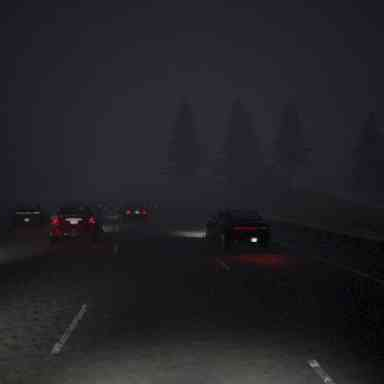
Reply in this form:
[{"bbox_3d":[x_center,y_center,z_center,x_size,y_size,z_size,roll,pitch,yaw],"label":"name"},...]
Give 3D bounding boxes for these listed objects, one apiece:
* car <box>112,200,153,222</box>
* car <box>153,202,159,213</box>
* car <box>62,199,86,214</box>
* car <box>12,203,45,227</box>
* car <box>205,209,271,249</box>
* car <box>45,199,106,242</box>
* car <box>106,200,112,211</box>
[{"bbox_3d":[-4.947,1.576,27.114,2.033,1.411,5.357,0,0,-19],"label":"car"},{"bbox_3d":[-5.356,1.587,37.181,2.033,1.411,5.357,0,0,-25],"label":"car"},{"bbox_3d":[-13.189,1.553,37.049,1.837,1.490,4.892,0,0,-27],"label":"car"},{"bbox_3d":[-10.983,1.525,22.954,2.128,1.511,4.902,0,0,-17],"label":"car"},{"bbox_3d":[1.867,1.516,14.683,1.837,1.490,4.892,0,0,-10],"label":"car"},{"bbox_3d":[-5.721,1.374,16.924,2.097,1.767,4.553,0,0,-12],"label":"car"},{"bbox_3d":[-11.218,1.651,40.756,1.895,1.301,4.718,0,0,-29],"label":"car"}]
